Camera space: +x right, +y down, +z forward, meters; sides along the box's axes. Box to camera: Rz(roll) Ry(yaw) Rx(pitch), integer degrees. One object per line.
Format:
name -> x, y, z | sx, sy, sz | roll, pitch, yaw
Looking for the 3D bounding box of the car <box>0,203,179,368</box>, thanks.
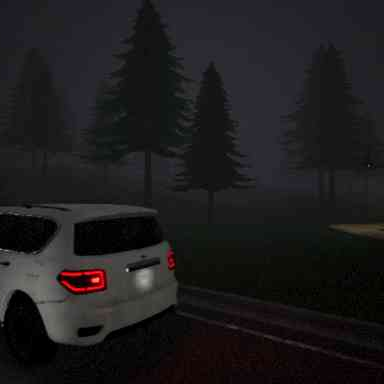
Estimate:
car -> -2.815, 1.220, 6.001 | 5.566, 2.045, 2.150 | 0, 0, 36
